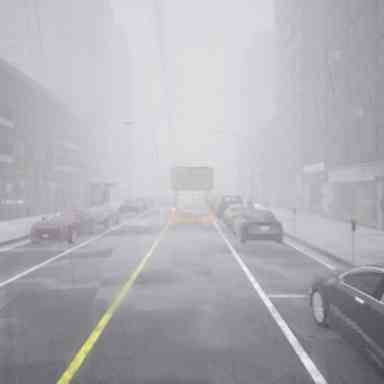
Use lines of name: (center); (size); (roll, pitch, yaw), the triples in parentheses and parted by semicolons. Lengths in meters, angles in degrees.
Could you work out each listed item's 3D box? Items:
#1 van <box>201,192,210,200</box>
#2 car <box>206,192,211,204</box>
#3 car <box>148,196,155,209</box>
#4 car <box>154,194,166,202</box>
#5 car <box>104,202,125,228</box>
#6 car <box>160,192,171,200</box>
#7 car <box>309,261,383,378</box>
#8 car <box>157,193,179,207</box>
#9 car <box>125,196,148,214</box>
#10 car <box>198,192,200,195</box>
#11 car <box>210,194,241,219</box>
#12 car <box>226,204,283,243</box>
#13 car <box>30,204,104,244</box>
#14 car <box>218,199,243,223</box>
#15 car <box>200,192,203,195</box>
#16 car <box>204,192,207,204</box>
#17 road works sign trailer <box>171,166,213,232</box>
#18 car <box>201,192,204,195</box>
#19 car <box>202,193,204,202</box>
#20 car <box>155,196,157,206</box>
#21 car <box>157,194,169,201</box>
van: (2.895, 0.802, 70.374); (1.690, 1.788, 3.998); (0, 0, 0)
car: (2.878, 1.155, 37.234); (1.967, 1.590, 4.097); (0, 0, 0)
car: (-5.648, 1.282, 37.225); (1.947, 1.339, 4.313); (0, 0, 0)
car: (-5.637, 1.129, 59.325); (1.802, 1.307, 4.206); (0, 0, 0)
car: (-5.657, 1.425, 20.651); (1.802, 1.307, 4.206); (0, 0, 0)
car: (-5.631, 0.902, 70.374); (1.967, 1.590, 4.097); (0, 0, 0)
car: (2.861, 1.519, 4.094); (2.008, 1.369, 4.403); (0, 0, 0)
car: (-3.061, 1.197, 42.980); (1.812, 1.442, 4.674); (0, 0, 0)
car: (-5.651, 1.303, 31.700); (1.887, 1.381, 4.507); (0, 0, 0)
car: (2.892, 0.818, 64.850); (2.192, 1.841, 5.009); (0, 0, 0)
car: (2.872, 1.115, 26.186); (2.192, 1.841, 5.009); (0, 0, 0)
car: (2.866, 1.451, 15.141); (1.947, 1.339, 4.313); (0, 0, 0)
car: (-5.659, 1.430, 15.126); (1.887, 1.381, 4.507); (0, 0, 0)
car: (2.870, 1.367, 20.834); (1.752, 1.417, 4.829); (0, 0, 0)
car: (2.889, 1.112, 59.328); (1.947, 1.339, 4.313); (0, 0, 0)
car: (2.880, 1.113, 42.757); (1.967, 1.590, 4.097); (0, 0, 0)
road works sign trailer: (0.010, 0.320, 19.038); (2.380, 3.560, 2.880); (0, 0, 0)
car: (2.886, 1.139, 53.805); (2.008, 1.369, 4.403); (0, 0, 0)
car: (2.884, 1.181, 48.282); (2.008, 1.369, 4.403); (0, 0, 0)
car: (-5.645, 1.240, 42.750); (1.947, 1.339, 4.313); (0, 0, 0)
car: (-5.634, 1.070, 64.850); (1.947, 1.339, 4.313); (0, 0, 0)
